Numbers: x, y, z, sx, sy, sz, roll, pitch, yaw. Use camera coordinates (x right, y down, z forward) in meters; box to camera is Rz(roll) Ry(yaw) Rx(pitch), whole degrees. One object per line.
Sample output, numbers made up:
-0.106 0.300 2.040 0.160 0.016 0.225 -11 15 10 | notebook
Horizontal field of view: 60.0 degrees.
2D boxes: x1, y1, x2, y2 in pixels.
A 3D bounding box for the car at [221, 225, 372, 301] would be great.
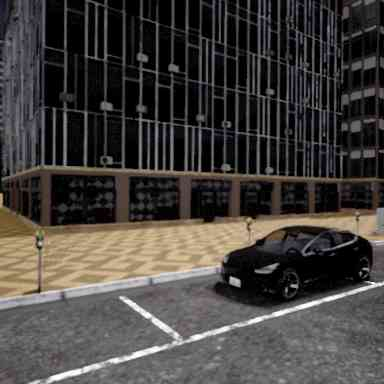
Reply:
2.734 1.535 8.253 4.313 1.339 1.947 0 1 -33 | car
